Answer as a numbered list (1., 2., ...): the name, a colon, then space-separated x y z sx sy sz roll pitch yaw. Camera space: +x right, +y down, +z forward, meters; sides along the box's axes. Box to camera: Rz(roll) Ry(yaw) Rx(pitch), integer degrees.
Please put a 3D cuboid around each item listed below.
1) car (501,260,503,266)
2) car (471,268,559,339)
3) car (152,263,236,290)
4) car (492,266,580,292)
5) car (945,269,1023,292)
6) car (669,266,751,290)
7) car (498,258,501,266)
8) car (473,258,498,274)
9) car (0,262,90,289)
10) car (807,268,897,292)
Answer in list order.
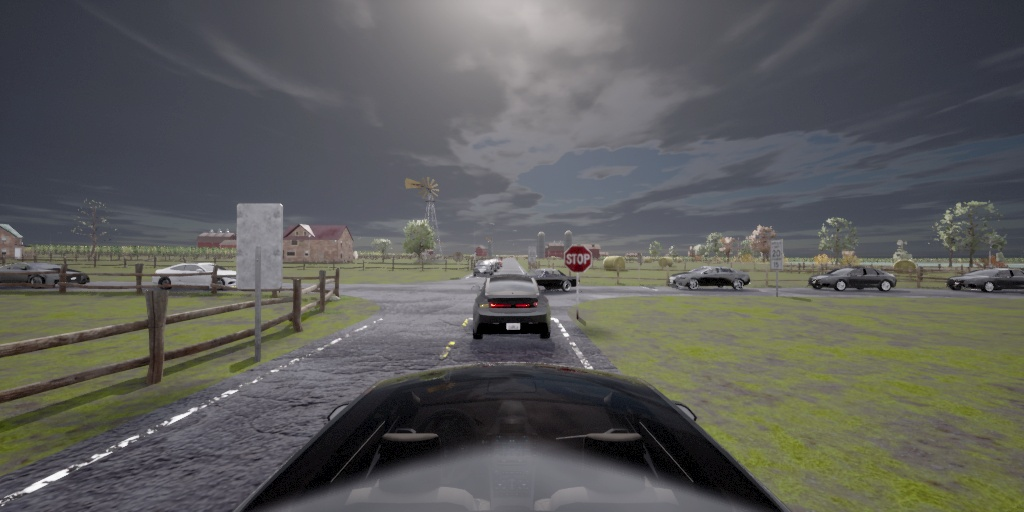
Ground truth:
1. car: -2.823 1.240 55.736 2.128 1.511 4.902 0 0 0
2. car: -0.075 1.256 10.062 1.837 1.490 4.892 0 0 -2
3. car: -17.244 1.104 20.018 4.674 1.442 1.812 1 -1 -1
4. car: 1.499 1.369 20.108 4.718 1.301 1.895 1 0 -35
5. car: 31.701 1.586 23.630 4.892 1.490 1.837 1 -1 -1
6. car: 12.797 1.396 23.337 4.902 1.511 2.128 1 -1 -2
7. car: -2.854 1.241 46.194 2.128 1.511 4.902 0 0 0
8. car: -2.860 1.243 36.748 2.128 1.511 4.902 0 0 0
9. car: -26.364 1.048 19.895 4.181 1.385 1.994 1 -1 -1
10. car: 22.199 1.499 23.508 4.892 1.490 1.837 1 -1 -1
